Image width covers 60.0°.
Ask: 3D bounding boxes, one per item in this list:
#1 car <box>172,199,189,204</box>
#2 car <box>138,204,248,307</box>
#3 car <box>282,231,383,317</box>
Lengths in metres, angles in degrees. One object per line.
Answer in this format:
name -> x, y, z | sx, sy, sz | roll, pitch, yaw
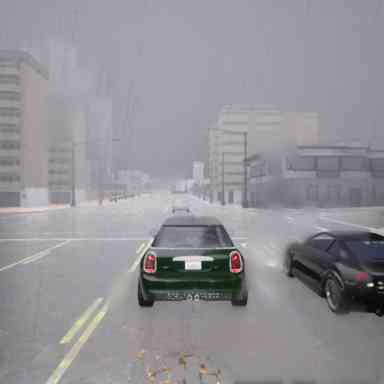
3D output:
car -> -1.358, 1.584, 39.344 | 1.812, 1.442, 4.674 | 0, -1, -3
car -> -0.004, 1.350, 8.159 | 2.097, 1.767, 4.553 | 0, 0, -1
car -> 3.508, 1.562, 7.569 | 1.994, 1.385, 4.181 | 0, 0, -1
